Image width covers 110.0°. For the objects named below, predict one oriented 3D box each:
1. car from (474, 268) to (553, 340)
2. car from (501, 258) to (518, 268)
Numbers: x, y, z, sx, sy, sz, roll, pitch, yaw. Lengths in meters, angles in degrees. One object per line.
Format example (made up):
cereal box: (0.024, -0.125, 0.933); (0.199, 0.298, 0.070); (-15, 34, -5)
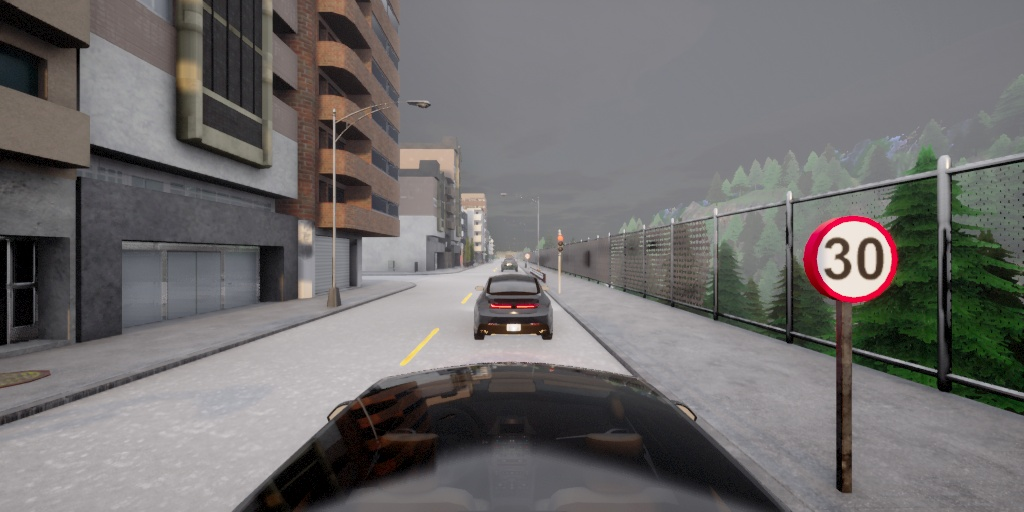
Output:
car: (0.016, 1.255, 9.945); (1.837, 1.490, 4.892); (0, 0, 0)
car: (-0.332, 1.102, 46.311); (2.097, 1.767, 4.553); (0, 0, -1)
